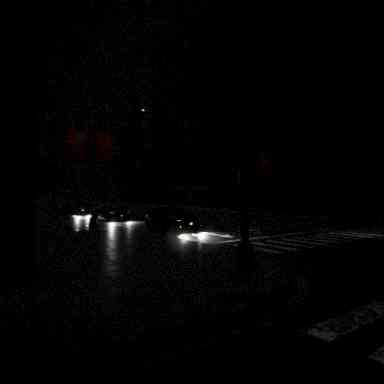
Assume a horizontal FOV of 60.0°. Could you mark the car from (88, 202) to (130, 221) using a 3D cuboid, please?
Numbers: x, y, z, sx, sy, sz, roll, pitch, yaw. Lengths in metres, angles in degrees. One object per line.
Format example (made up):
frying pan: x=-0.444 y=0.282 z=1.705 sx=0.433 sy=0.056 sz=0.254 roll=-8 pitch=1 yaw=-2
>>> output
car: x=-6.944 y=1.619 z=28.334 sx=1.812 sy=1.442 sz=4.674 roll=0 pitch=0 yaw=-36

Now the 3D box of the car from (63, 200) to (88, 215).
car: x=-12.712 y=1.622 z=36.369 sx=2.128 sy=1.511 sz=4.902 roll=0 pitch=0 yaw=-35

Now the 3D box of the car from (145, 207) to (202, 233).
car: x=-1.207 y=1.619 z=20.347 sx=1.994 sy=1.385 sz=4.181 roll=0 pitch=0 yaw=-36
